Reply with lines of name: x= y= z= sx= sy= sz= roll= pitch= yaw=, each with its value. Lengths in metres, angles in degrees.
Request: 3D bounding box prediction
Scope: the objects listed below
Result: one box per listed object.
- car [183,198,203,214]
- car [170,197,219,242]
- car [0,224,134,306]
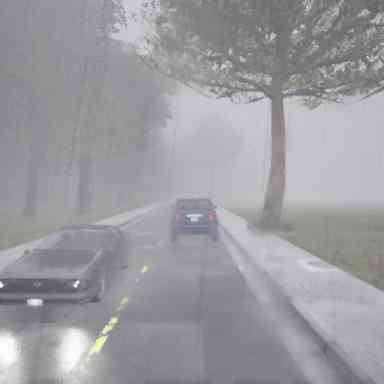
car: x=0.099 y=1.505 z=37.243 sx=2.128 sy=1.511 sz=4.902 roll=0 pitch=0 yaw=0
car: x=0.100 y=1.228 z=16.489 sx=2.150 sy=2.045 sz=5.566 roll=0 pitch=0 yaw=0
car: x=-2.750 y=1.551 z=8.491 sx=2.033 sy=1.411 sz=5.357 roll=0 pitch=0 yaw=0
